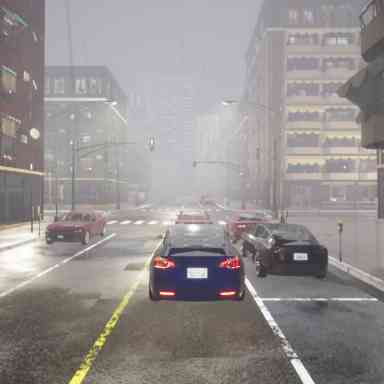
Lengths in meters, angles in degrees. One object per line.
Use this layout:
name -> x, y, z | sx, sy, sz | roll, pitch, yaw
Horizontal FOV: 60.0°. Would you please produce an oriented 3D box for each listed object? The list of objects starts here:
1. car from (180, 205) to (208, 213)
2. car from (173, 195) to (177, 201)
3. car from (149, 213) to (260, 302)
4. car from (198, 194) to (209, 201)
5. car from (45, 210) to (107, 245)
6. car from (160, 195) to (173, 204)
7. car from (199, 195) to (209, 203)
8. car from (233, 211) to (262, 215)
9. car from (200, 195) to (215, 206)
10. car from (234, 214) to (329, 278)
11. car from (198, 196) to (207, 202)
car -> 0.093, 1.606, 18.063 | 1.895, 1.301, 4.718 | 0, 0, 0
car -> -5.316, 1.621, 87.810 | 1.887, 1.381, 4.507 | 1, 0, 0
car -> 0.100, 1.506, 8.340 | 2.163, 1.488, 4.792 | 0, 0, 0
car -> 2.602, 1.357, 63.630 | 2.192, 1.841, 5.009 | 1, 0, 0
car -> -5.275, 1.549, 15.599 | 1.887, 1.381, 4.507 | 1, 0, 0
car -> -5.330, 1.595, 65.052 | 2.008, 1.369, 4.403 | 1, 0, 0
car -> 2.567, 1.491, 70.753 | 1.967, 1.590, 4.097 | 1, 0, 0
car -> 2.572, 1.549, 15.628 | 1.887, 1.381, 4.507 | 1, 0, 0
car -> 2.698, 1.576, 53.684 | 1.887, 1.381, 4.507 | 1, 0, 0
car -> 2.572, 1.568, 9.957 | 1.947, 1.339, 4.313 | 1, 0, 0
car -> 2.565, 1.633, 82.132 | 1.947, 1.339, 4.313 | 1, 0, 0
